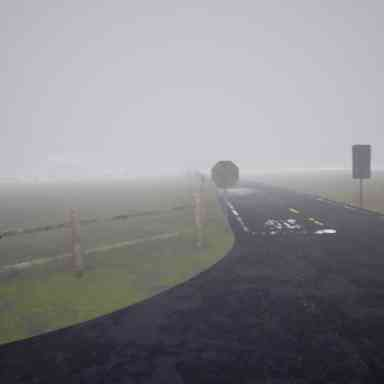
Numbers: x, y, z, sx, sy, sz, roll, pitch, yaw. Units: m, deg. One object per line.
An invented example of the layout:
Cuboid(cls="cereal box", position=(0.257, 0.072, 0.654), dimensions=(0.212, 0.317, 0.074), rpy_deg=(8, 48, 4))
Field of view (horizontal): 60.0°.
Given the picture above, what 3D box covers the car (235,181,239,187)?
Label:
Cuboid(cls="car", position=(3.793, -1.275, 35.393), dimensions=(1.895, 1.301, 4.718), rpy_deg=(-2, 4, 1))
